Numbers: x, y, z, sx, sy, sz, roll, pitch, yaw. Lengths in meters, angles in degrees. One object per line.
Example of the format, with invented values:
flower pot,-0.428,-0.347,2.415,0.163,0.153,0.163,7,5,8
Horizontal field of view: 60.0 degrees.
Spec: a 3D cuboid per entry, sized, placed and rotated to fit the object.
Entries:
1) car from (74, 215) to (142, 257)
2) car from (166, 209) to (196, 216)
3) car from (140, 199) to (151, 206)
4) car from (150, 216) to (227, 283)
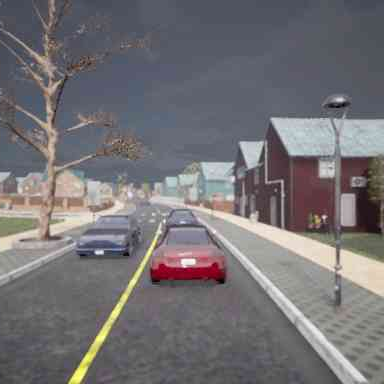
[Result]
car,-3.195,1.666,13.797,2.033,1.411,5.357,0,-1,-2
car,-0.658,1.741,20.873,1.994,1.385,4.181,0,-1,-4
car,-9.267,2.106,65.769,1.994,1.385,4.181,0,0,-10
car,-0.141,1.650,9.949,1.994,1.385,4.181,0,0,-2
